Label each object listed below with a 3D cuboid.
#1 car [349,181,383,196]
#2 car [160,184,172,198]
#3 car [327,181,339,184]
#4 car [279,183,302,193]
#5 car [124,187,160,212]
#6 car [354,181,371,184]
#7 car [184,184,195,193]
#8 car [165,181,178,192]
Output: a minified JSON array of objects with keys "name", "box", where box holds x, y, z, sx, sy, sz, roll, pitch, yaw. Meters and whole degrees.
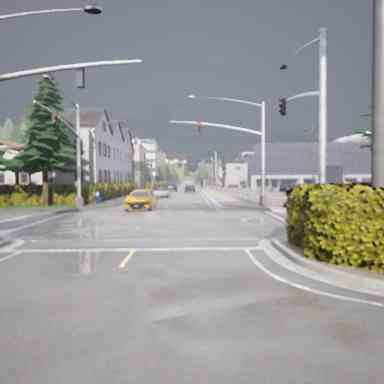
[{"name":"car","box":[22.128,-0.509,42.371,1.932,1.855,4.605,-1,2,-1]},{"name":"car","box":[-3.846,0.086,41.154,1.895,1.301,4.718,-1,2,0]},{"name":"car","box":[25.117,-1.109,59.771,2.152,1.636,5.027,-1,2,-1]},{"name":"car","box":[15.103,-0.603,52.325,2.007,1.523,4.514,-1,2,-1]},{"name":"car","box":[-3.757,0.568,24.817,1.882,1.535,5.008,-1,3,0]},{"name":"car","box":[18.909,-0.215,34.481,1.905,1.878,3.866,-1,2,-1]},{"name":"car","box":[-0.358,-0.697,58.894,2.128,1.511,4.902,-1,2,0]},{"name":"car","box":[-3.890,-1.086,63.070,2.150,2.045,5.566,-1,2,0]}]
